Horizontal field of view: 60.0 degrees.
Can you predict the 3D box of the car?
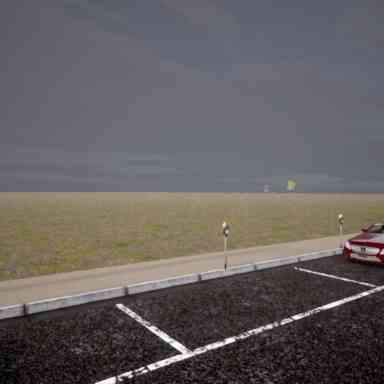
[{"bbox_3d":[6.624,1.584,10.785,4.206,1.307,1.802,0,1,-35],"label":"car"}]
